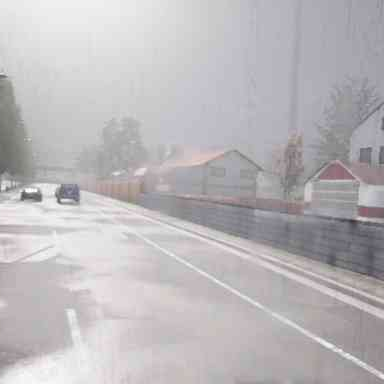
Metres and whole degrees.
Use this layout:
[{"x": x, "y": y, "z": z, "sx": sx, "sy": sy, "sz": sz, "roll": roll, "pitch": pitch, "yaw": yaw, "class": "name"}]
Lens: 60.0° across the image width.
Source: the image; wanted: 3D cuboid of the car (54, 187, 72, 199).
[{"x": -17.422, "y": 0.084, "z": 44.913, "sx": 1.994, "sy": 1.385, "sz": 4.181, "roll": 3, "pitch": 1, "yaw": -23, "class": "car"}]

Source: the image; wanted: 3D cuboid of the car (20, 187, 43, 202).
[{"x": -16.709, "y": 0.213, "z": 34.771, "sx": 1.994, "sy": 1.385, "sz": 4.181, "roll": 3, "pitch": 1, "yaw": -23, "class": "car"}]

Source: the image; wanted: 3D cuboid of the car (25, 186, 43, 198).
[{"x": -20.532, "y": -0.062, "z": 43.287, "sx": 1.895, "sy": 1.301, "sz": 4.718, "roll": 3, "pitch": 1, "yaw": -23, "class": "car"}]

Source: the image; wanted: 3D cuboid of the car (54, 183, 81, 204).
[{"x": -13.120, "y": 0.093, "z": 35.346, "sx": 2.150, "sy": 2.045, "sz": 5.566, "roll": 3, "pitch": 1, "yaw": -23, "class": "car"}]
